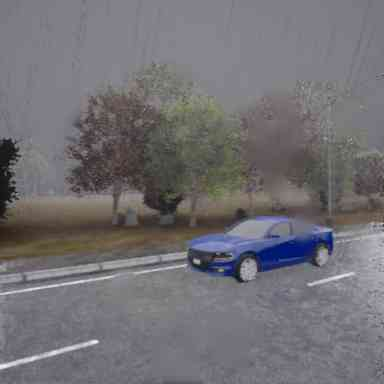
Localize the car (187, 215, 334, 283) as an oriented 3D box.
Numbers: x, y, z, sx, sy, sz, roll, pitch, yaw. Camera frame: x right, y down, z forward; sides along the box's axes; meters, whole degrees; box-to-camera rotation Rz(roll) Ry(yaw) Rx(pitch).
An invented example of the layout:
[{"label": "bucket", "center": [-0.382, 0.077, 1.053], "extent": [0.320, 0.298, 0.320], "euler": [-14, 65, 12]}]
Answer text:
[{"label": "car", "center": [2.158, 1.478, 9.822], "extent": [5.008, 1.535, 1.882], "euler": [0, 0, -35]}]
